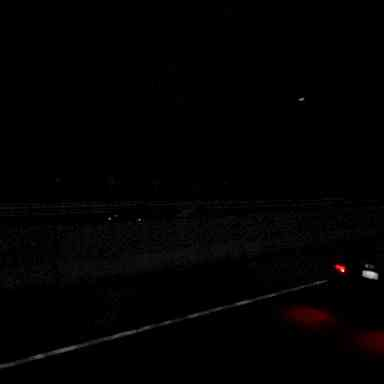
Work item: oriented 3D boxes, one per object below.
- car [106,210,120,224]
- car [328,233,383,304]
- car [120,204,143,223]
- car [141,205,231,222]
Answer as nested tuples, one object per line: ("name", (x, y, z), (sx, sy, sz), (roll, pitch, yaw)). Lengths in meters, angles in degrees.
("car", (-3.711, 1.552, 22.757), (4.181, 1.385, 1.994), (0, 0, -35))
("car", (5.275, 1.543, 7.451), (5.357, 1.411, 2.033), (0, 0, -35))
("car", (-1.778, 1.553, 19.836), (4.181, 1.385, 1.994), (0, 0, -35))
("car", (0.050, 1.516, 16.847), (4.674, 1.442, 1.812), (0, 0, -35))
